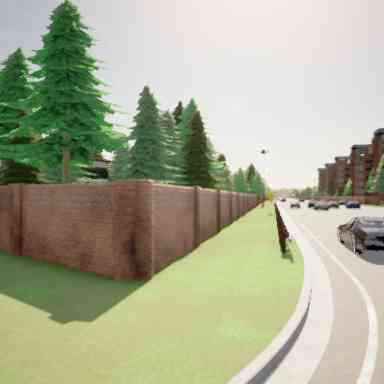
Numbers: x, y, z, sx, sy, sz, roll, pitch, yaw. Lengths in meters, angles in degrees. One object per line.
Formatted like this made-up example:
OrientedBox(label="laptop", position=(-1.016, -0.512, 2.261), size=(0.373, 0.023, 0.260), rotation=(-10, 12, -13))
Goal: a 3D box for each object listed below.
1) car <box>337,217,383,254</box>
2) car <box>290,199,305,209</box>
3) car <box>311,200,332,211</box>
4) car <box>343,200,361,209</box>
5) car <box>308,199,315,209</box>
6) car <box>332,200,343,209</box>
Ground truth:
OrientedBox(label="car", position=(7.689, 1.779, 14.399), size=(2.033, 1.411, 5.357), rotation=(0, -1, 14))
OrientedBox(label="car", position=(20.013, 2.485, 64.420), size=(2.033, 1.411, 5.357), rotation=(0, -1, 14))
OrientedBox(label="car", position=(21.427, 2.395, 55.168), size=(1.994, 1.385, 4.181), rotation=(0, -1, 14))
OrientedBox(label="car", position=(30.441, 2.464, 62.865), size=(1.882, 1.535, 5.008), rotation=(0, -1, 14))
OrientedBox(label="car", position=(23.731, 2.446, 64.898), size=(1.882, 1.535, 5.008), rotation=(0, -1, 14))
OrientedBox(label="car", position=(27.128, 2.504, 64.061), size=(1.812, 1.442, 4.674), rotation=(0, -1, 14))
